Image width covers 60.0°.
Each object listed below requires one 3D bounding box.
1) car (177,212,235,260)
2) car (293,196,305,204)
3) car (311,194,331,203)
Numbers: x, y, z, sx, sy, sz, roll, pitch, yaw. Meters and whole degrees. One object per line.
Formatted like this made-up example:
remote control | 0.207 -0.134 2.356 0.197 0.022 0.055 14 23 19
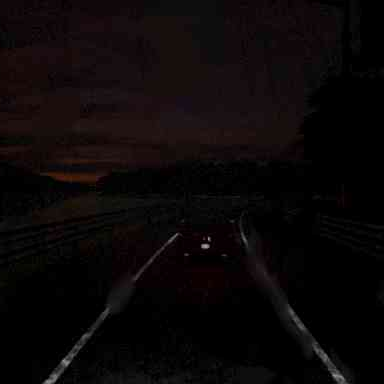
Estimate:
car | 0.579 1.481 12.490 1.882 1.535 5.008 0 0 4
car | 22.082 1.649 70.395 5.008 1.535 1.882 0 0 -41
car | 29.838 1.458 76.915 5.566 2.045 2.150 1 0 -32
